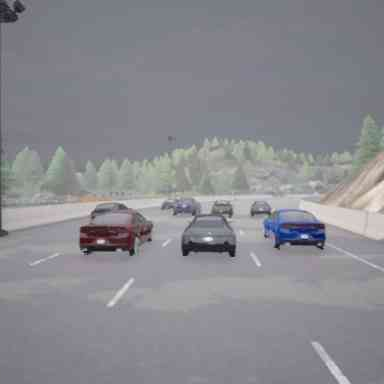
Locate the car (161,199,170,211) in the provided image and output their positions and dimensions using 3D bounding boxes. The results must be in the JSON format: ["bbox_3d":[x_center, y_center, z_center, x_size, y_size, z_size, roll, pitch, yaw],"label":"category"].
[{"bbox_3d":[-2.369,1.513,40.479,1.812,1.442,4.674,0,0,12],"label":"car"}]

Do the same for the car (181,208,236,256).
[{"bbox_3d":[0.701,1.562,13.240,1.994,1.385,4.181,0,0,4],"label":"car"}]

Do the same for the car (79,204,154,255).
[{"bbox_3d":[-2.810,1.471,13.375,1.882,1.535,5.008,0,0,4],"label":"car"}]

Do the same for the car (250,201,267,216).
[{"bbox_3d":[6.721,1.566,32.490,1.994,1.385,4.181,0,0,10],"label":"car"}]

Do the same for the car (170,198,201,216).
[{"bbox_3d":[-0.379,1.344,32.514,2.097,1.767,4.553,0,0,10],"label":"car"}]

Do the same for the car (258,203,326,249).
[{"bbox_3d":[4.312,1.480,14.645,1.882,1.535,5.008,0,0,4],"label":"car"}]

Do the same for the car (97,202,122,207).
[{"bbox_3d":[-5.368,1.492,22.955,1.837,1.490,4.892,0,0,7],"label":"car"}]

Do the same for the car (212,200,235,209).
[{"bbox_3d":[2.922,1.488,31.143,2.128,1.511,4.902,0,0,10],"label":"car"}]
